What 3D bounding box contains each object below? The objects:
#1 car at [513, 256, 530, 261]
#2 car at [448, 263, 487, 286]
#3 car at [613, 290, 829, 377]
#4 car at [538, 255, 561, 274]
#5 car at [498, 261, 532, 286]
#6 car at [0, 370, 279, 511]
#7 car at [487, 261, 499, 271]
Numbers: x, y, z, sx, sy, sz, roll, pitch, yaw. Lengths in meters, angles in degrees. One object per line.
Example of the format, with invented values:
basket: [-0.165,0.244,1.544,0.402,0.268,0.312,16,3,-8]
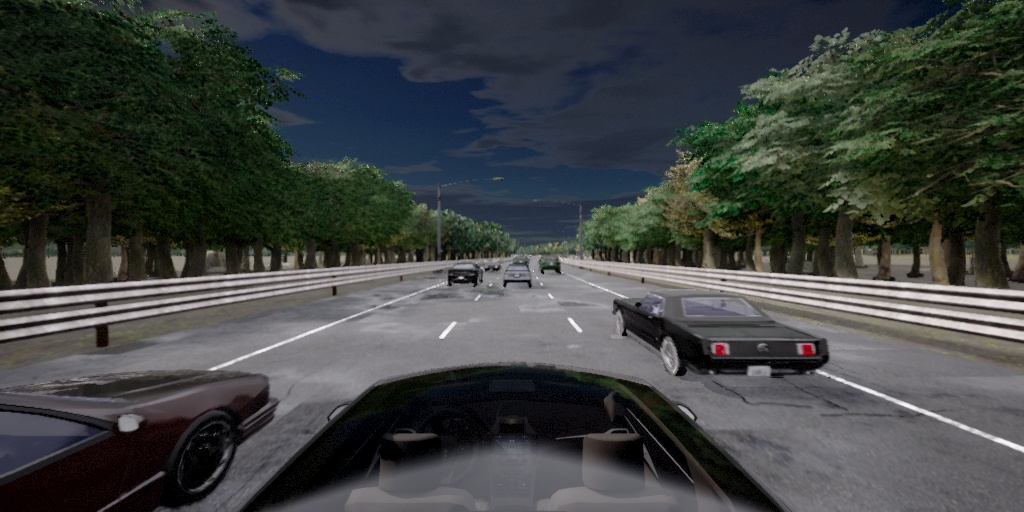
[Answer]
car: [1.331,0.969,49.877,2.150,2.045,5.566,0,0,3]
car: [-3.097,1.195,24.586,1.882,1.535,5.008,0,0,1]
car: [3.525,1.337,7.297,1.895,1.301,4.718,0,0,0]
car: [4.355,0.962,41.307,2.150,2.045,5.566,0,0,2]
car: [0.390,1.266,24.568,2.033,1.411,5.357,0,0,2]
car: [-3.404,1.298,1.308,2.033,1.411,5.357,0,0,0]
car: [-2.380,1.342,45.422,1.895,1.301,4.718,0,0,3]
